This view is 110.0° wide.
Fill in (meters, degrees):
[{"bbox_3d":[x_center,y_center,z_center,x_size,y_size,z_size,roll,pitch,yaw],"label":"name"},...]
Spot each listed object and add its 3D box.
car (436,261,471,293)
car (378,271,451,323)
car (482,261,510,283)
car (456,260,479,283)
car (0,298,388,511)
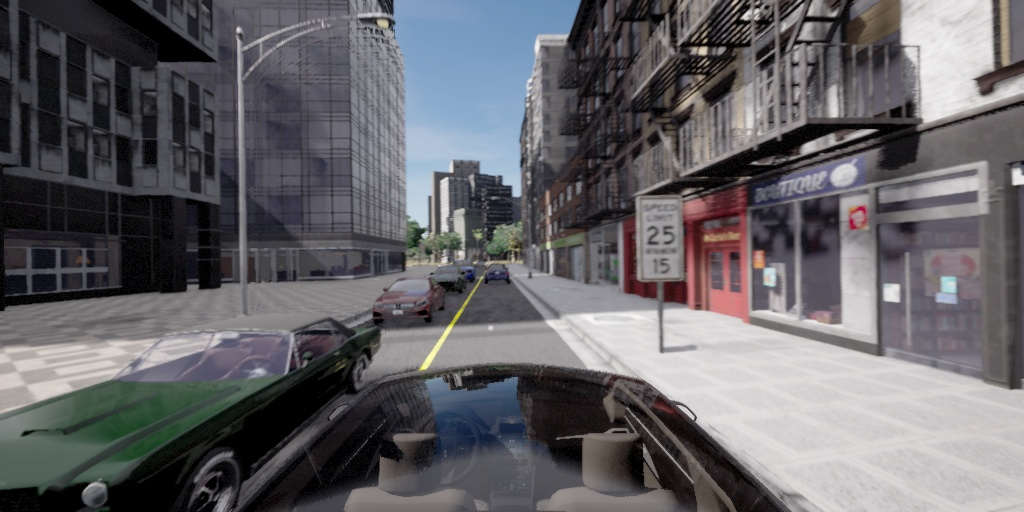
[{"bbox_3d":[-4.071,1.399,23.064,2.097,1.767,4.553,-1,-1,-3],"label":"car"},{"bbox_3d":[-3.556,1.465,13.128,1.812,1.442,4.674,-1,-1,-3],"label":"car"},{"bbox_3d":[-1.321,1.431,31.907,2.097,1.767,4.553,-1,-1,-3],"label":"car"},{"bbox_3d":[-4.571,1.377,33.674,2.150,2.045,5.566,-1,-1,-2],"label":"car"},{"bbox_3d":[-3.114,1.435,4.066,1.895,1.301,4.718,-1,-1,-3],"label":"car"}]
